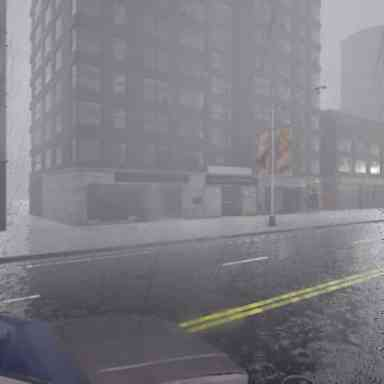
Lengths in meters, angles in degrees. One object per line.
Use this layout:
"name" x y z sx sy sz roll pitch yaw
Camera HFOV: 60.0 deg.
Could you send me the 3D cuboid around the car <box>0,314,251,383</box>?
"car" -2.032 1.547 1.989 5.357 1.411 2.033 0 0 -35
